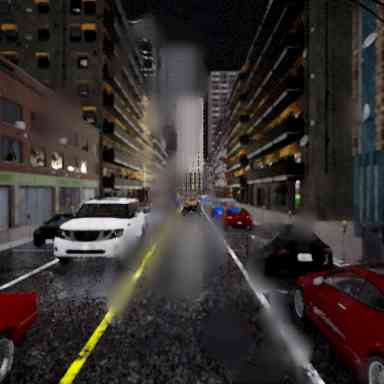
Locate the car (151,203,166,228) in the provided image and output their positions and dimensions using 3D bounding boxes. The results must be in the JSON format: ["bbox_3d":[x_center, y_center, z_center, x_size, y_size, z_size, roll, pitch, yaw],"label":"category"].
[{"bbox_3d":[-3.078,1.671,22.762,1.895,1.301,4.718,0,0,0],"label":"car"}]

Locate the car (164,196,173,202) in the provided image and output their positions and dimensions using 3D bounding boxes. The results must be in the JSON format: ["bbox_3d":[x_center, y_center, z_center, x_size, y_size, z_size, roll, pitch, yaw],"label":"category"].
[{"bbox_3d":[-5.711,1.820,81.800,1.887,1.381,4.507,0,0,0],"label":"car"}]

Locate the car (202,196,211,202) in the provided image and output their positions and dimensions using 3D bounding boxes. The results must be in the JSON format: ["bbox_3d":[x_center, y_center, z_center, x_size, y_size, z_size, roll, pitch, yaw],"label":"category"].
[{"bbox_3d":[2.675,1.682,48.818,1.752,1.417,4.829,0,0,0],"label":"car"}]

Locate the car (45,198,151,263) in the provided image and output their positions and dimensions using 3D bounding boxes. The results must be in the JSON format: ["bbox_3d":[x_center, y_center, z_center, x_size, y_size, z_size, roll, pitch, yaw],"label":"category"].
[{"bbox_3d":[-3.089,1.259,12.414,2.150,2.045,5.566,0,0,0],"label":"car"}]

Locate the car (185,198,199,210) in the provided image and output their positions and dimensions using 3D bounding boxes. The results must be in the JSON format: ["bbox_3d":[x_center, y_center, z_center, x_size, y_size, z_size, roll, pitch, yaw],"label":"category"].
[{"bbox_3d":[0.027,1.629,47.483,1.882,1.535,5.008,0,0,1],"label":"car"}]

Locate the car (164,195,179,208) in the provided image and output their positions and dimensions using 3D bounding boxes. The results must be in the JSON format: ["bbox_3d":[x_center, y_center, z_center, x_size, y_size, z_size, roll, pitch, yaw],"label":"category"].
[{"bbox_3d":[-3.008,1.560,50.890,1.882,1.535,5.008,0,0,0],"label":"car"}]

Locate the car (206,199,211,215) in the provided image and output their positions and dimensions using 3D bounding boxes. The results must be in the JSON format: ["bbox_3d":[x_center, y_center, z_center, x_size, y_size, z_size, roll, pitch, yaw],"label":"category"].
[{"bbox_3d":[2.678,1.666,32.078,1.947,1.339,4.313,0,0,0],"label":"car"}]

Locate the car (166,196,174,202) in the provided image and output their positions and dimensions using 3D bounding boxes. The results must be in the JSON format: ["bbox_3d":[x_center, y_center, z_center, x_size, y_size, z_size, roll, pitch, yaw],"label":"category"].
[{"bbox_3d":[-5.712,1.841,87.324,1.887,1.381,4.507,0,0,0],"label":"car"}]

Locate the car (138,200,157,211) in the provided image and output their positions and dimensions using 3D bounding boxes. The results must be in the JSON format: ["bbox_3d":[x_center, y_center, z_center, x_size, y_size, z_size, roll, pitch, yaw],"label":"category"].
[{"bbox_3d":[-5.704,1.719,43.136,1.802,1.307,4.206,0,0,0],"label":"car"}]

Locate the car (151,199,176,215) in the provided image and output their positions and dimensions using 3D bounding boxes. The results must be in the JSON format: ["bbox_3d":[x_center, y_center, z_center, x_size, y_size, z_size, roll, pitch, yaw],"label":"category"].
[{"bbox_3d":[-3.030,1.712,35.361,1.895,1.301,4.718,0,0,0],"label":"car"}]

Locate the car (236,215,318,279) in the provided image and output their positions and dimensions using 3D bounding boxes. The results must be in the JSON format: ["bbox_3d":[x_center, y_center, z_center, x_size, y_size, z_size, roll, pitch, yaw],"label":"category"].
[{"bbox_3d":[2.682,1.596,9.984,1.947,1.339,4.313,0,0,0],"label":"car"}]

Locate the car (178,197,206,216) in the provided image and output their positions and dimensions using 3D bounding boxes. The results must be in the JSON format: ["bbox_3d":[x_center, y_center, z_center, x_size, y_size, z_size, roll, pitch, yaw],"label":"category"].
[{"bbox_3d":[-0.003,1.599,33.934,2.128,1.511,4.902,0,0,0],"label":"car"}]

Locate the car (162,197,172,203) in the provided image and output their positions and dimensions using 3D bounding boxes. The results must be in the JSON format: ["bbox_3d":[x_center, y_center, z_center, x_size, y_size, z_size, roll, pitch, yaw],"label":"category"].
[{"bbox_3d":[-5.710,1.821,76.276,1.947,1.339,4.313,0,0,0],"label":"car"}]

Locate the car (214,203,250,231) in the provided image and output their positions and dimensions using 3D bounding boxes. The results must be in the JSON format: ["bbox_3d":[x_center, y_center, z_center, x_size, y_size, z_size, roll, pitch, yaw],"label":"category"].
[{"bbox_3d":[2.680,1.609,21.031,1.887,1.381,4.507,0,0,0],"label":"car"}]

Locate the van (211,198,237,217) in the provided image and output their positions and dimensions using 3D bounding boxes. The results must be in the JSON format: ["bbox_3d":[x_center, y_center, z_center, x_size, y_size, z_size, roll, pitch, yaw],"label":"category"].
[{"bbox_3d":[2.677,1.423,26.555,1.690,1.788,3.998,0,0,0],"label":"van"}]

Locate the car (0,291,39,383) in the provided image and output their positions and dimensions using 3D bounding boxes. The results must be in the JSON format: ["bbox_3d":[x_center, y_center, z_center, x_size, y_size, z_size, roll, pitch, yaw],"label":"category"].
[{"bbox_3d":[-3.094,1.609,2.466,1.895,1.301,4.718,0,0,0],"label":"car"}]

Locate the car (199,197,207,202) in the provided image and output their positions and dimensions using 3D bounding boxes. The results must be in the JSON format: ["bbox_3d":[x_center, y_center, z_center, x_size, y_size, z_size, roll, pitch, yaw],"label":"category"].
[{"bbox_3d":[2.670,1.826,81.788,2.008,1.369,4.403,-1,0,0],"label":"car"}]

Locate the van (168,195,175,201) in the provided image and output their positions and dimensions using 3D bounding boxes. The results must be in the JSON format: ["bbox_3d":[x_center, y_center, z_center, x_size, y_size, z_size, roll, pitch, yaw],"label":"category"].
[{"bbox_3d":[-5.715,1.658,92.848,1.690,1.788,3.998,-1,0,0],"label":"van"}]

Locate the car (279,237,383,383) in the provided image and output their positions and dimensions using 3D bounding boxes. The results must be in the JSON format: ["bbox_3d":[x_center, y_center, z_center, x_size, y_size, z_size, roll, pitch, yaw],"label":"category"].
[{"bbox_3d":[2.683,1.596,4.461,1.802,1.307,4.206,0,0,0],"label":"car"}]

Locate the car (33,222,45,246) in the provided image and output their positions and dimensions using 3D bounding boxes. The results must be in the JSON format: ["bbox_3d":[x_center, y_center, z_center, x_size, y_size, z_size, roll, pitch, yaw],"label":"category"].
[{"bbox_3d":[-5.700,1.613,15.519,1.947,1.339,4.313,0,0,0],"label":"car"}]

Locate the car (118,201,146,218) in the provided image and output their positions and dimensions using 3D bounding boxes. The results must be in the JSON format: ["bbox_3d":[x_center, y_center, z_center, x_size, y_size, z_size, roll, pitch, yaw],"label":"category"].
[{"bbox_3d":[-5.703,1.645,32.089,1.887,1.381,4.507,0,0,0],"label":"car"}]
